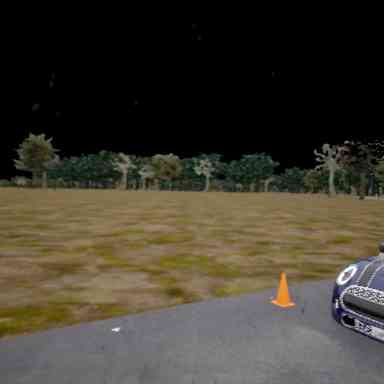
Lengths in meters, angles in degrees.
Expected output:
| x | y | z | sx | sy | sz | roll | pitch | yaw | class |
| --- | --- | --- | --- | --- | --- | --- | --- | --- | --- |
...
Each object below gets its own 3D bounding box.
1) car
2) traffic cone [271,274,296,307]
| x | y | z | sx | sy | sz | roll | pitch | yaw | class |
| --- | --- | --- | --- | --- | --- | --- | --- | --- | --- |
| 4.526 | 1.385 | 5.691 | 4.553 | 1.767 | 2.097 | 1 | 1 | -31 | car |
| 1.815 | 1.916 | 6.589 | 0.340 | 0.580 | 0.340 | 1 | 1 | -29 | traffic cone |
